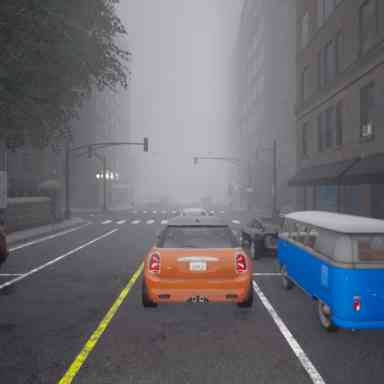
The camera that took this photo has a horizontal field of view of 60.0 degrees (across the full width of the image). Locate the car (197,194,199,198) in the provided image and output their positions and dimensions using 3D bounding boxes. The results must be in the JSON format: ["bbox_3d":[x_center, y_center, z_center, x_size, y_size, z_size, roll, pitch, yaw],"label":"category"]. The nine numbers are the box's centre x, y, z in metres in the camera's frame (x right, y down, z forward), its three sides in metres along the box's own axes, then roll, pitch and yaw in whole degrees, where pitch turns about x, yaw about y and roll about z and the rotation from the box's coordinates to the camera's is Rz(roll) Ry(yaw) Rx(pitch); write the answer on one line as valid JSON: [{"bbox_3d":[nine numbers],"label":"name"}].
[{"bbox_3d":[2.876,1.509,77.476,2.008,1.369,4.403,0,0,0],"label":"car"}]

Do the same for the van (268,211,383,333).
[{"bbox_3d":[2.858,1.339,6.541,1.690,1.788,3.998,0,0,0],"label":"van"}]

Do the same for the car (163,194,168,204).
[{"bbox_3d":[-5.654,1.512,55.643,2.008,1.369,4.403,0,0,0],"label":"car"}]

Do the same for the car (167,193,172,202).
[{"bbox_3d":[-5.652,1.503,66.545,1.887,1.381,4.507,0,0,0],"label":"car"}]

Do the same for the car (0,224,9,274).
[{"bbox_3d":[-5.667,1.313,6.504,2.192,1.841,5.009,0,0,0],"label":"car"}]

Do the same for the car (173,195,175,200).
[{"bbox_3d":[-5.649,1.509,77.446,2.008,1.369,4.403,0,0,0],"label":"car"}]

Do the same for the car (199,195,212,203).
[{"bbox_3d":[2.872,1.398,66.579,1.967,1.590,4.097,0,0,0],"label":"car"}]

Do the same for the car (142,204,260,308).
[{"bbox_3d":[0.104,1.349,8.096,2.097,1.767,4.553,0,0,0],"label":"car"}]

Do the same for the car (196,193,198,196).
[{"bbox_3d":[2.880,1.490,93.991,1.752,1.417,4.829,0,0,0],"label":"car"}]

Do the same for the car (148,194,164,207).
[{"bbox_3d":[-5.656,1.489,50.022,1.752,1.417,4.829,0,0,0],"label":"car"}]

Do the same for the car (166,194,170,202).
[{"bbox_3d":[-5.653,1.504,61.094,1.887,1.381,4.507,0,0,0],"label":"car"}]

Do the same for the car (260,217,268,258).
[{"bbox_3d":[2.860,1.561,12.202,1.947,1.339,4.313,0,0,0],"label":"car"}]

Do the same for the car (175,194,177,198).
[{"bbox_3d":[-5.648,1.275,82.897,2.192,1.841,5.009,0,0,0],"label":"car"}]

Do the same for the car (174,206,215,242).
[{"bbox_3d":[0.106,1.518,17.097,1.812,1.442,4.674,0,0,0],"label":"car"}]

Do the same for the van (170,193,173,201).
[{"bbox_3d":[-5.651,1.299,71.995,1.690,1.788,3.998,0,0,0],"label":"van"}]
